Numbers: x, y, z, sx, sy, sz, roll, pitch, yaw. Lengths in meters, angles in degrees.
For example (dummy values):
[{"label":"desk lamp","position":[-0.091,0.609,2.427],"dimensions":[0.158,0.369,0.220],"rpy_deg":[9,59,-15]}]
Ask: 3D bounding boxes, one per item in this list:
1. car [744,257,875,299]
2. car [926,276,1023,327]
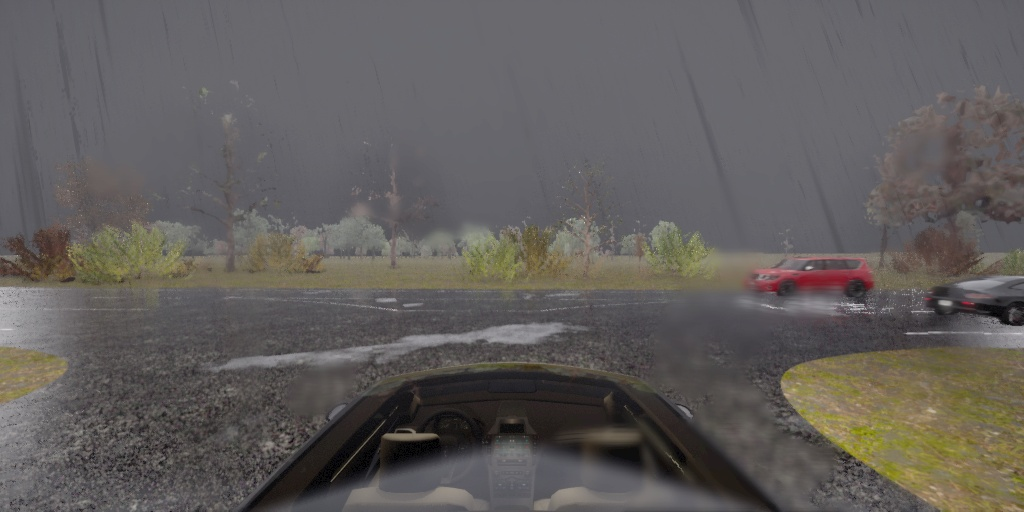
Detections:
[{"label":"car","position":[15.030,1.061,18.248],"dimensions":[5.566,2.045,2.150],"rpy_deg":[0,0,0]},{"label":"car","position":[15.899,1.344,11.237],"dimensions":[4.674,1.442,1.812],"rpy_deg":[0,0,0]}]
